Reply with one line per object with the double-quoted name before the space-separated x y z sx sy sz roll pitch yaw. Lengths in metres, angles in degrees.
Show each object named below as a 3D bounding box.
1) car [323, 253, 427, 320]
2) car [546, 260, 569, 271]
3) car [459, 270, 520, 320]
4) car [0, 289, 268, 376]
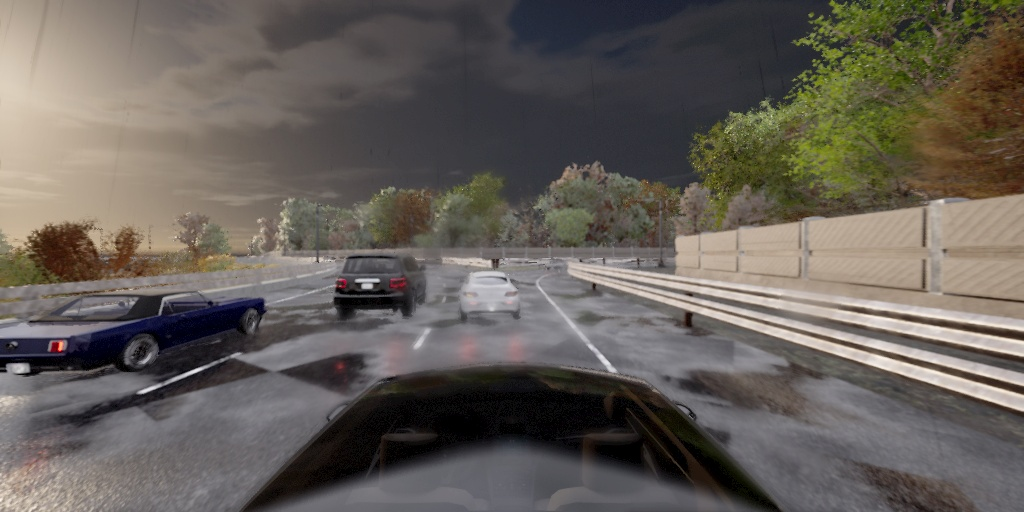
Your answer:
"car" -4.354 0.918 12.666 2.150 2.045 5.566 0 0 -7
"car" 5.901 1.096 44.300 1.895 1.301 4.718 0 0 28
"car" -0.826 1.217 12.339 1.812 1.442 4.674 0 0 -6
"car" -7.338 1.333 7.429 1.895 1.301 4.718 0 0 -4
